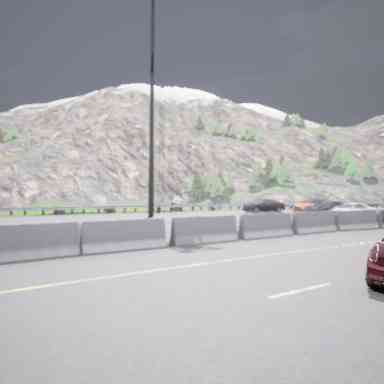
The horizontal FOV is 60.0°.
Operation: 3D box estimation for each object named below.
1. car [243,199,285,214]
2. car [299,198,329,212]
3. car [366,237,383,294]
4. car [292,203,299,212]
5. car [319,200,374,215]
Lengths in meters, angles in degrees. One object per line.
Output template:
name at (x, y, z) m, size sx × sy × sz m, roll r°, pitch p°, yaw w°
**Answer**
car at (7.971, 1.527, 36.825) m, size 5.008 × 1.535 × 1.882 m, roll 0°, pitch 0°, yaw -26°
car at (12.911, 1.587, 31.440) m, size 4.892 × 1.490 × 1.837 m, roll 0°, pitch 0°, yaw -25°
car at (6.084, 1.390, 7.590) m, size 4.553 × 1.767 × 2.097 m, roll 0°, pitch 0°, yaw -32°
car at (12.866, 1.434, 35.276) m, size 4.553 × 1.767 × 2.097 m, roll 0°, pitch 0°, yaw -25°
car at (13.218, 1.610, 27.723) m, size 4.674 × 1.442 × 1.812 m, roll 0°, pitch 0°, yaw -25°
